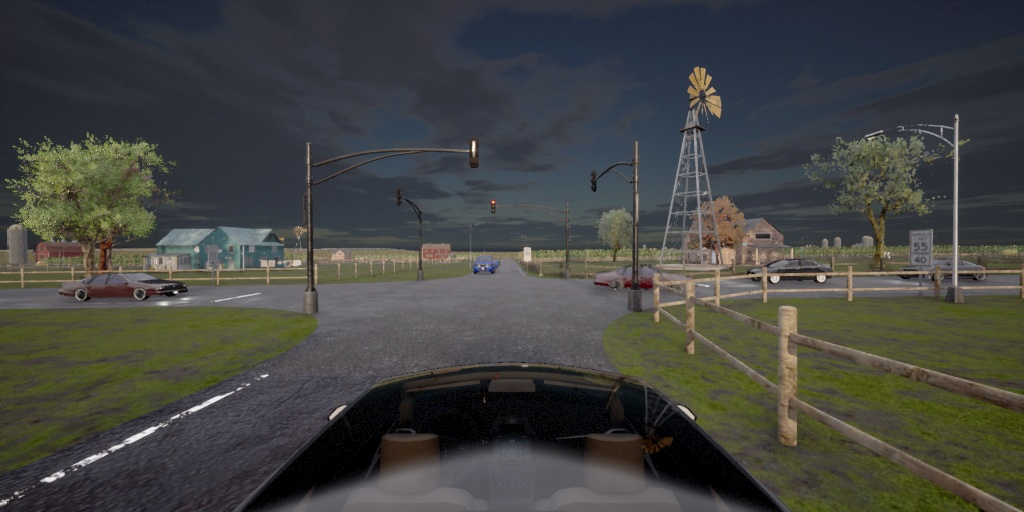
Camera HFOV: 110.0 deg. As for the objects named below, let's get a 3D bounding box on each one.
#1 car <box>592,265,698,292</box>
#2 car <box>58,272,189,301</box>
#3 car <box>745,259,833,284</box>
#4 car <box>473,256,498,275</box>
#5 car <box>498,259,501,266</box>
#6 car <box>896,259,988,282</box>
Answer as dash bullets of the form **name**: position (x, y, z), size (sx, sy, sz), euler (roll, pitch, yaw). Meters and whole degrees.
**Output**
- **car**: position (7.217, 1.199, 19.831), size (5.357, 1.411, 2.033), euler (0, 1, 18)
- **car**: position (-20.634, 1.587, 19.140), size (5.357, 1.411, 2.033), euler (-1, 1, 0)
- **car**: position (17.688, 0.957, 23.014), size (4.892, 1.490, 1.837), euler (-1, 1, 0)
- **car**: position (-3.026, 0.968, 39.817), size (2.150, 2.045, 5.566), euler (0, 0, 0)
- **car**: position (-3.130, 1.224, 55.412), size (1.882, 1.535, 5.008), euler (0, 1, 0)
- **car**: position (27.547, 0.885, 23.056), size (4.181, 1.385, 1.994), euler (-1, 1, 0)
